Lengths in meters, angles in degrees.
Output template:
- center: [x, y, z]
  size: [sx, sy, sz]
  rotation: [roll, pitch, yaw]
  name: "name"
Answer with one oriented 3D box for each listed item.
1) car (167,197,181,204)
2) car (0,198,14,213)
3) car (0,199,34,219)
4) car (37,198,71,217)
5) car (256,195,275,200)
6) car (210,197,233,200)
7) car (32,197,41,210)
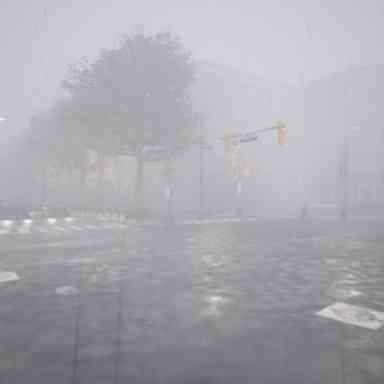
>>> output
- center: [-4.201, 1.815, 72.417]
  size: [2.161, 1.482, 4.786]
  rotation: [1, 0, -36]
  name: "car"
- center: [-21.612, 1.523, 37.769]
  size: [1.882, 1.535, 5.008]
  rotation: [1, 0, -35]
  name: "car"
- center: [-15.785, 1.550, 29.642]
  size: [1.837, 1.490, 4.892]
  rotation: [1, 0, -36]
  name: "car"
- center: [-13.130, 1.587, 31.943]
  size: [1.837, 1.490, 4.892]
  rotation: [1, 0, -36]
  name: "car"
- center: [19.951, 1.743, 90.388]
  size: [2.435, 2.045, 5.566]
  rotation: [1, 0, -36]
  name: "car"
- center: [6.283, 1.765, 64.944]
  size: [2.002, 1.452, 4.674]
  rotation: [1, 0, -36]
  name: "car"
- center: [-19.177, 1.629, 40.387]
  size: [2.033, 1.411, 5.357]
  rotation: [1, 0, -35]
  name: "car"
